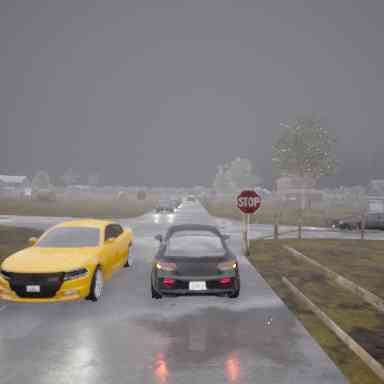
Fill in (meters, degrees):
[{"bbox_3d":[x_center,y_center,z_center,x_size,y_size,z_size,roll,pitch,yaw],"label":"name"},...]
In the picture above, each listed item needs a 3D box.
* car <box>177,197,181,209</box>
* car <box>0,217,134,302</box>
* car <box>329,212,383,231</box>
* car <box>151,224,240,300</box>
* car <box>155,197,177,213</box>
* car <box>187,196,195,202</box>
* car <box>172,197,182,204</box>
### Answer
[{"bbox_3d":[-2.953,1.596,46.284,1.994,1.385,4.181,0,0,0],"label":"car"},{"bbox_3d":[-2.810,1.480,8.527,1.882,1.535,5.008,0,0,2],"label":"car"},{"bbox_3d":[12.687,2.105,23.595,5.357,1.411,2.033,2,0,-2],"label":"car"},{"bbox_3d":[0.024,1.528,8.315,1.812,1.442,4.674,0,0,-2],"label":"car"},{"bbox_3d":[-2.939,1.529,37.139,1.837,1.490,4.892,0,0,0],"label":"car"},{"bbox_3d":[-0.192,1.563,78.464,1.882,1.535,5.008,0,0,0],"label":"car"},{"bbox_3d":[-2.943,1.664,65.973,1.895,1.301,4.718,0,0,0],"label":"car"}]
